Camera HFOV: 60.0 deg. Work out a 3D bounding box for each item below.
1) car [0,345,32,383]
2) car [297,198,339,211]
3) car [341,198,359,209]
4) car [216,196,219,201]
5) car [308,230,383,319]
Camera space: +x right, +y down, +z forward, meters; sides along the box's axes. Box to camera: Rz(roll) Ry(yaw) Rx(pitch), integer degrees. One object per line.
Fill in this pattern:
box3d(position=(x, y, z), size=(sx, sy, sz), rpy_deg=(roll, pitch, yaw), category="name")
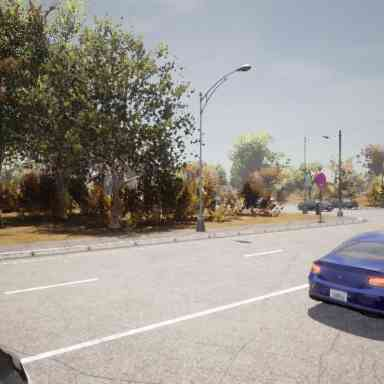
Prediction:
box3d(position=(-3.324, 1.492, 1.375), size=(4.902, 1.511, 2.128), rpy_deg=(0, 0, -35), category="car")
box3d(position=(14.616, 1.564, 39.447), size=(1.994, 1.385, 4.181), rpy_deg=(0, 0, -32), category="car")
box3d(position=(19.496, 1.547, 44.639), size=(2.033, 1.411, 5.357), rpy_deg=(0, 0, -27), category="car")
box3d(position=(3.987, 1.459, 56.270), size=(1.812, 1.442, 4.674), rpy_deg=(0, 1, -32), category="car")
box3d(position=(4.276, 1.526, 6.801), size=(4.674, 1.442, 1.812), rpy_deg=(0, 0, -36), category="car")
